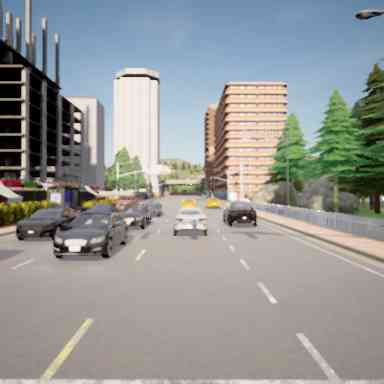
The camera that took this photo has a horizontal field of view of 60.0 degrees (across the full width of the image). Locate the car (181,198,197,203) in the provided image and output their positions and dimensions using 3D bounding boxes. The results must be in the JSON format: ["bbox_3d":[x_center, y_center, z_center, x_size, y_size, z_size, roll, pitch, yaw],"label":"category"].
[{"bbox_3d":[-0.419,1.595,44.845,1.882,1.535,5.008,0,0,0],"label":"car"}]

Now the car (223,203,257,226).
[{"bbox_3d":[3.361,1.537,23.912,1.882,1.535,5.008,0,0,-1],"label":"car"}]

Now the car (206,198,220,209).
[{"bbox_3d":[3.063,1.602,48.961,1.882,1.535,5.008,0,0,0],"label":"car"}]

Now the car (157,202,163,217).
[{"bbox_3d":[-3.835,1.636,32.520,2.033,1.411,5.357,0,0,0],"label":"car"}]

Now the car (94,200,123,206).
[{"bbox_3d":[-7.328,1.627,27.584,2.033,1.411,5.357,0,0,0],"label":"car"}]

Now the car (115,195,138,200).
[{"bbox_3d":[-7.391,1.328,38.073,2.150,2.045,5.566,0,0,-1],"label":"car"}]

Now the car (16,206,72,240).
[{"bbox_3d":[-7.262,1.531,17.421,1.882,1.535,5.008,0,0,0],"label":"car"}]

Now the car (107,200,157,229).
[{"bbox_3d":[-3.800,1.553,22.071,2.128,1.511,4.902,0,0,0],"label":"car"}]

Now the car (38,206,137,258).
[{"bbox_3d":[-3.720,1.529,12.940,2.128,1.511,4.902,0,0,-1],"label":"car"}]

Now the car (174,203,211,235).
[{"bbox_3d":[-0.090,1.576,19.201,1.812,1.442,4.674,0,0,-1],"label":"car"}]
